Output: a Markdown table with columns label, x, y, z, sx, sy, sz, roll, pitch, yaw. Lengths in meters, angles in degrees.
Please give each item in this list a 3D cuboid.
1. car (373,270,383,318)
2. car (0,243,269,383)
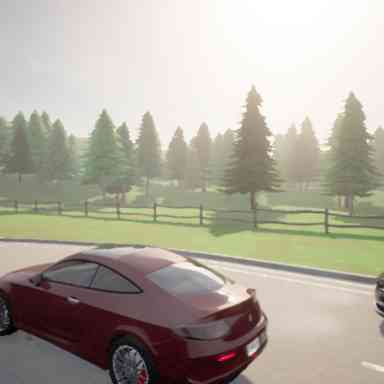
| label | x | y | z | sx | sy | sz | roll | pitch | yaw |
| --- | --- | --- | --- | --- | --- | --- | --- | --- | --- |
| car | 5.338 | 1.542 | 4.694 | 4.892 | 1.490 | 1.837 | 0 | 0 | 34 |
| car | -1.199 | 1.525 | 5.008 | 4.674 | 1.442 | 1.812 | 0 | 0 | 35 |
